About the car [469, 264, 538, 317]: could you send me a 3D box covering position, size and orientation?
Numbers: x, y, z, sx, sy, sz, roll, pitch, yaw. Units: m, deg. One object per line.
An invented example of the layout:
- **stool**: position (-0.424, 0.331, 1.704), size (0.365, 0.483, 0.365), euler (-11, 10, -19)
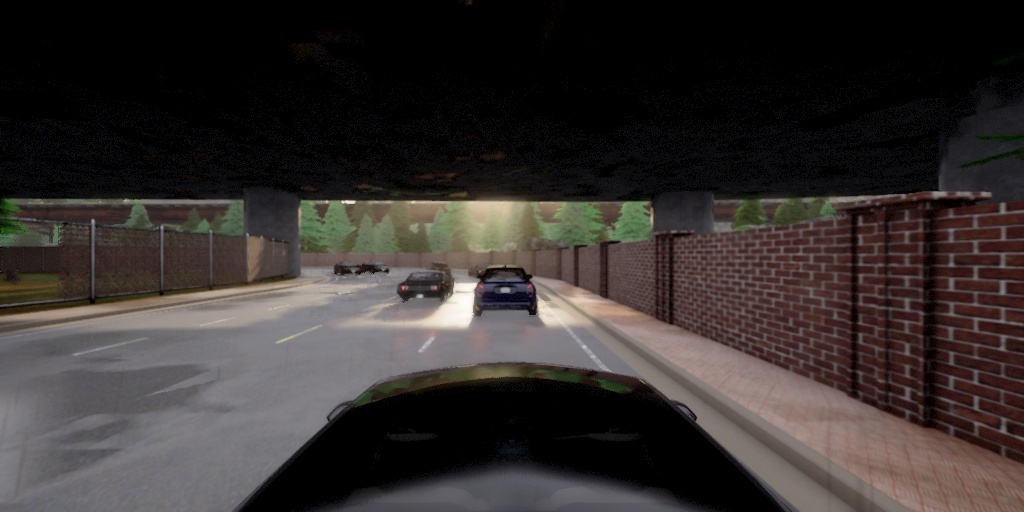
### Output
- **car**: position (-0.267, 1.106, 13.444), size (2.097, 1.767, 4.553), euler (0, 0, -2)

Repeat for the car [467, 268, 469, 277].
- **car**: position (-2.805, 1.367, 32.505), size (1.895, 1.301, 4.718), euler (0, 0, -17)

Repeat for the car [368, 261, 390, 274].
- **car**: position (-15.724, 1.277, 41.200), size (2.128, 1.511, 4.902), euler (0, 0, -42)

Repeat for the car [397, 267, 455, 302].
- **car**: position (-3.880, 1.362, 17.019), size (1.895, 1.301, 4.718), euler (0, 0, -2)

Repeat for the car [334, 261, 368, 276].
- **car**: position (-17.238, 1.277, 37.562), size (2.128, 1.511, 4.902), euler (0, 0, -38)

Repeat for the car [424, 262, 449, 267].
- **car**: position (-7.059, 1.277, 33.888), size (1.837, 1.490, 4.892), euler (1, 0, -21)
